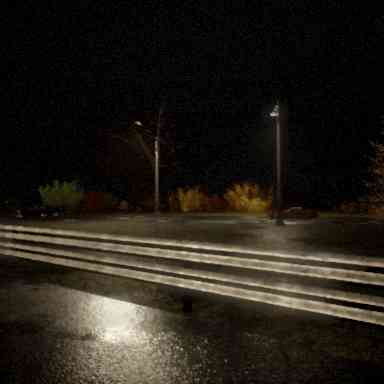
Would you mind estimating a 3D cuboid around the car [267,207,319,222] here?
[{"bbox_3d":[9.710,2.135,32.422,4.718,1.301,1.895,0,0,10],"label":"car"}]

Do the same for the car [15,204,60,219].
[{"bbox_3d":[-17.380,2.184,37.368,4.892,1.490,1.837,0,0,10],"label":"car"}]
